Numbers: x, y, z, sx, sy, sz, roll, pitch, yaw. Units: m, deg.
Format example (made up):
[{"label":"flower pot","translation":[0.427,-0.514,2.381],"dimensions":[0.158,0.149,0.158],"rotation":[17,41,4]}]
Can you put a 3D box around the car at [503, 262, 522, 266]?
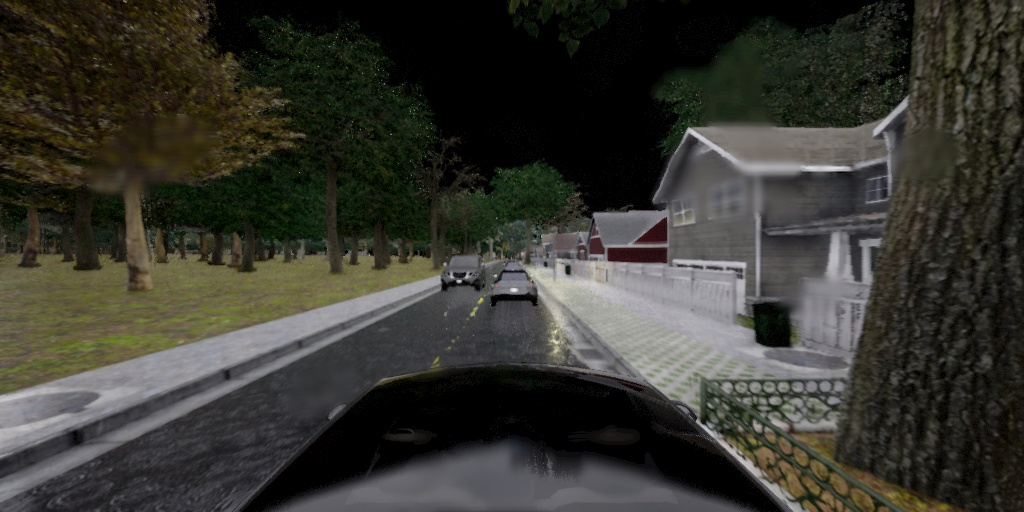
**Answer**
[{"label":"car","translation":[0.085,1.282,35.963],"dimensions":[1.994,1.385,4.181],"rotation":[0,0,0]}]

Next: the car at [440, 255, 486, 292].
[{"label":"car","translation":[-2.760,0.960,21.477],"dimensions":[2.150,2.045,5.566],"rotation":[0,0,0]}]

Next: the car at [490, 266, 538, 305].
[{"label":"car","translation":[0.087,1.307,16.048],"dimensions":[1.994,1.385,4.181],"rotation":[0,0,0]}]
